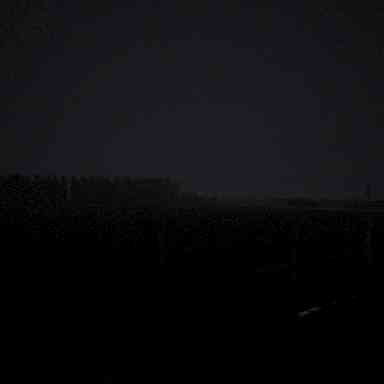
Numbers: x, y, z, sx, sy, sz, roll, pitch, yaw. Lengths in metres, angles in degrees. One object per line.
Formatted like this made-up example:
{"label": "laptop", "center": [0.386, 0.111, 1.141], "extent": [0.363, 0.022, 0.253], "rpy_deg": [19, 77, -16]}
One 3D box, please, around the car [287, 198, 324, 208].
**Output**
{"label": "car", "center": [15.051, 1.389, 43.865], "extent": [1.895, 1.301, 4.718], "rpy_deg": [-1, 1, -35]}

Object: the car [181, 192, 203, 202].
{"label": "car", "center": [-0.123, 0.952, 65.369], "extent": [2.150, 2.045, 5.566], "rpy_deg": [-1, 0, -35]}
